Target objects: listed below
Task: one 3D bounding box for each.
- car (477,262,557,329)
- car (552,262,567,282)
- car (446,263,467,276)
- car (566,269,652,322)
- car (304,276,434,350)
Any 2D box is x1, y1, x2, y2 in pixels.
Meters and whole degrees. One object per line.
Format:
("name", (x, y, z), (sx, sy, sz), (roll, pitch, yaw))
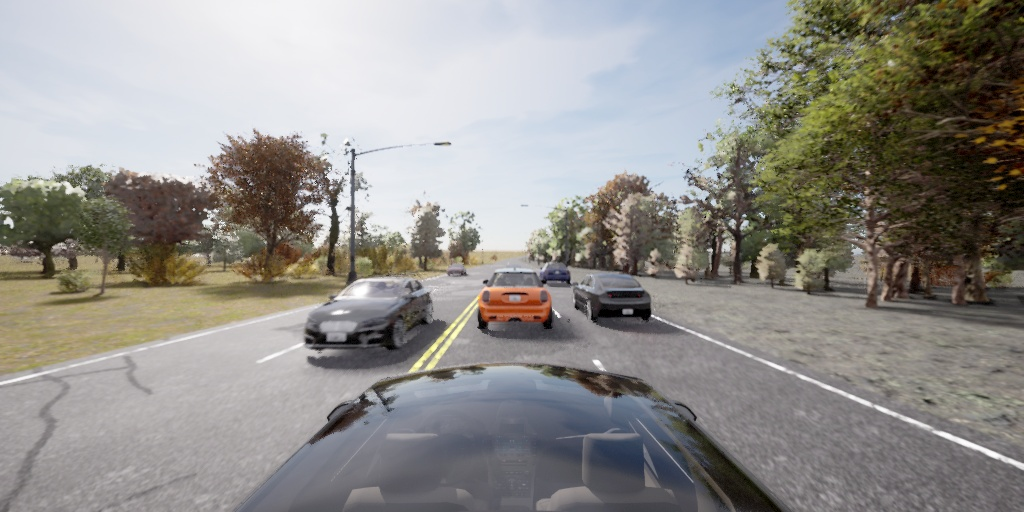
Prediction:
("car", (0.088, 1.184, 11.795), (2.097, 1.767, 4.553), (0, -1, 0))
("car", (3.346, 1.296, 28.621), (2.097, 1.767, 4.553), (0, -2, 0))
("car", (-6.513, 1.613, 42.601), (1.812, 1.442, 4.674), (0, -1, 0))
("car", (3.335, 1.340, 12.740), (1.837, 1.490, 4.892), (-1, 0, 0))
("car", (-3.350, 1.304, 9.298), (2.128, 1.511, 4.902), (0, 0, 0))
